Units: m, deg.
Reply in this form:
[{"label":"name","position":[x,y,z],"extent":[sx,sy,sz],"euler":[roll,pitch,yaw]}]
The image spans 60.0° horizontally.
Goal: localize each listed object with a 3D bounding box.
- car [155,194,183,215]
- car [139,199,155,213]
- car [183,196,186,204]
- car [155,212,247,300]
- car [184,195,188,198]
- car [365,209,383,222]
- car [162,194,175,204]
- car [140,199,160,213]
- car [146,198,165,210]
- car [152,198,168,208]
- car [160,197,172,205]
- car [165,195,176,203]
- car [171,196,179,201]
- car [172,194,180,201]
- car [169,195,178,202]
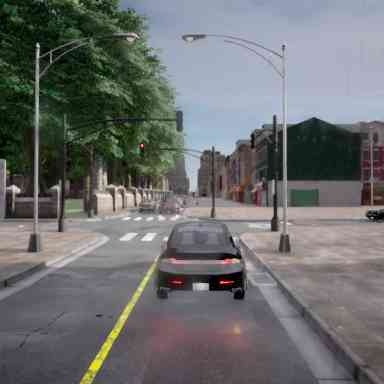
[{"label":"car","position":[-2.310,1.380,34.751],"extent":[2.097,1.767,4.553],"euler":[0,0,-1]},{"label":"car","position":[-4.889,1.583,37.431],"extent":[2.008,1.369,4.403],"euler":[1,0,0]},{"label":"car","position":[-2.246,1.579,48.965],"extent":[1.812,1.442,4.674],"euler":[0,0,0]},{"label":"car","position":[0.213,1.495,8.419],"extent":[2.128,1.511,4.902],"euler":[0,0,1]},{"label":"car","position":[-2.102,1.586,64.074],"extent":[2.128,1.511,4.902],"euler":[0,0,1]},{"label":"car","position":[15.120,1.510,23.812],"extent":[4.718,1.301,1.895],"euler":[-1,-1,1]},{"label":"car","position":[-4.658,1.418,66.367],"extent":[2.192,1.841,5.009],"euler":[1,0,0]},{"label":"car","position":[-4.899,1.560,39.405],"extent":[1.752,1.417,4.829],"euler":[1,0,0]},{"label":"car","position":[-4.813,1.595,44.566],"extent":[2.008,1.369,4.403],"euler":[1,0,0]},{"label":"car","position":[-4.775,1.621,50.016],"extent":[1.947,1.339,4.313],"euler":[1,0,0]},{"label":"car","position":[-4.701,1.666,60.916],"extent":[1.802,1.307,4.206],"euler":[1,0,0]},{"label":"car","position":[-4.623,1.564,71.817],"extent":[1.967,1.590,4.097],"euler":[1,0,0]},{"label":"car","position":[-4.514,1.727,87.997],"extent":[1.752,1.417,4.829],"euler":[1,0,0]},{"label":"car","position":[-4.471,1.548,93.619],"extent":[2.192,1.841,5.009],"euler":[1,0,0]},{"label":"car","position":[-4.548,1.614,82.717],"extent":[1.967,1.590,4.097],"euler":[1,0,0]}]
